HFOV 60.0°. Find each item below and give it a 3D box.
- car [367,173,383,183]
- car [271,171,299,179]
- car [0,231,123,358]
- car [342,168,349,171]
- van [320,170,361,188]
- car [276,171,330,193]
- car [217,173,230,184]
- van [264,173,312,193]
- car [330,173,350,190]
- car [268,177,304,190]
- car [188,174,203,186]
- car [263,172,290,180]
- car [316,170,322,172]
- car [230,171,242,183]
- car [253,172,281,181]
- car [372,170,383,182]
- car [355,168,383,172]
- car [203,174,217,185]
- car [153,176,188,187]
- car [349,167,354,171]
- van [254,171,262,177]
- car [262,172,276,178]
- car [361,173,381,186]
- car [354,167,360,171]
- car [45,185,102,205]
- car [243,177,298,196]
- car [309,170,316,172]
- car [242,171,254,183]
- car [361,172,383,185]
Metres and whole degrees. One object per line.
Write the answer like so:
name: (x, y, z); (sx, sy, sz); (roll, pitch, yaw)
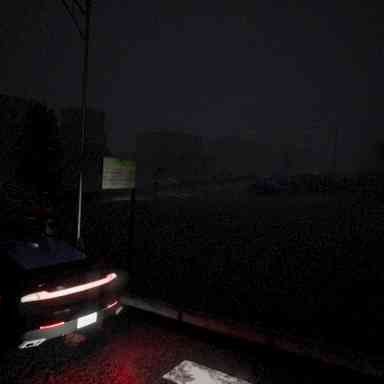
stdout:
car: (32.098, -2.294, 55.644); (4.892, 1.521, 2.231); (4, 7, 30)
car: (18.895, -3.419, 67.737); (5.008, 1.535, 2.097); (2, 5, 30)
car: (-3.359, 1.457, 5.844); (4.902, 1.511, 2.128); (1, 1, 36)
car: (34.657, -4.688, 80.851); (5.008, 1.535, 2.097); (2, 6, 30)
van: (20.506, -1.567, 46.139); (4.442, 1.987, 1.878); (4, 7, 31)
car: (13.330, -1.039, 40.625); (5.566, 2.045, 2.435); (4, 7, 31)
car: (3.162, -2.071, 54.506); (4.792, 1.488, 2.163); (2, 6, 30)
van: (11.111, -0.819, 38.702); (4.442, 1.987, 1.878); (4, 7, 31)
car: (18.029, -1.288, 44.362); (4.553, 1.767, 2.185); (4, 7, 31)
car: (12.929, -1.266, 45.926); (1.812, 1.442, 4.674); (-4, 6, -34)
car: (-1.276, -1.690, 50.673); (4.792, 1.488, 2.163); (2, 5, 29)
car: (16.680, -3.200, 65.835); (4.792, 1.488, 2.163); (2, 5, 30)
car: (25.646, -3.979, 73.361); (5.008, 1.535, 2.097); (2, 6, 30)
car: (5.458, -2.412, 56.364); (4.553, 1.767, 2.185); (2, 6, 30)
car: (14.405, -3.043, 63.970); (5.008, 1.535, 2.097); (2, 5, 30)
car: (34.437, -2.735, 57.512); (5.566, 2.045, 2.435); (4, 7, 30)
car: (29.796, -2.352, 53.699); (5.566, 2.045, 2.435); (4, 7, 31)
car: (0.965, -2.033, 52.558); (4.553, 1.767, 2.185); (2, 6, 30)
car: (-3.548, -1.490, 48.782); (4.674, 1.452, 2.002); (2, 5, 29)
car: (36.903, -4.850, 82.728); (5.008, 1.535, 2.097); (2, 5, 30)
van: (9.822, -2.895, 60.227); (4.442, 1.987, 1.878); (2, 6, 30)
car: (12.330, -2.852, 61.985); (5.366, 1.575, 1.946); (2, 5, 30)
car: (25.097, -1.723, 49.954); (4.892, 1.521, 2.231); (4, 7, 31)
car: (39.006, -5.017, 84.686); (5.366, 1.575, 1.946); (2, 5, 30)
car: (-10.100, 0.193, 28.722); (2.128, 1.511, 4.902); (5, 5, 41)
car: (8.659, -0.415, 36.932); (5.008, 1.535, 2.097); (4, 7, 31)
car: (23.397, -3.791, 71.482); (4.892, 1.521, 2.231); (2, 6, 30)
car: (7.679, -2.479, 58.300); (5.008, 1.535, 2.097); (2, 5, 30)
car: (27.456, -1.883, 51.835); (4.792, 1.488, 2.163); (4, 7, 31)
